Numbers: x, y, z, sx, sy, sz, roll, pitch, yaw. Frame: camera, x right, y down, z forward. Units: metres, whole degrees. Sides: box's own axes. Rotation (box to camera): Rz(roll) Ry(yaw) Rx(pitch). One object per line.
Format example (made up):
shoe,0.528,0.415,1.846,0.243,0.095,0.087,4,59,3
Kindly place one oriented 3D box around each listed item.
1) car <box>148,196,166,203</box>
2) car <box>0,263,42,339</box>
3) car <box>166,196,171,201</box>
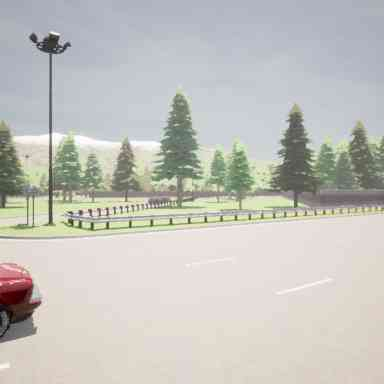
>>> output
car,-6.563,1.491,59.644,2.128,1.511,4.902,0,0,6
car,-4.745,1.601,4.662,4.718,1.301,1.895,0,0,-35
car,-5.586,1.525,69.766,1.812,1.442,4.674,0,0,5
